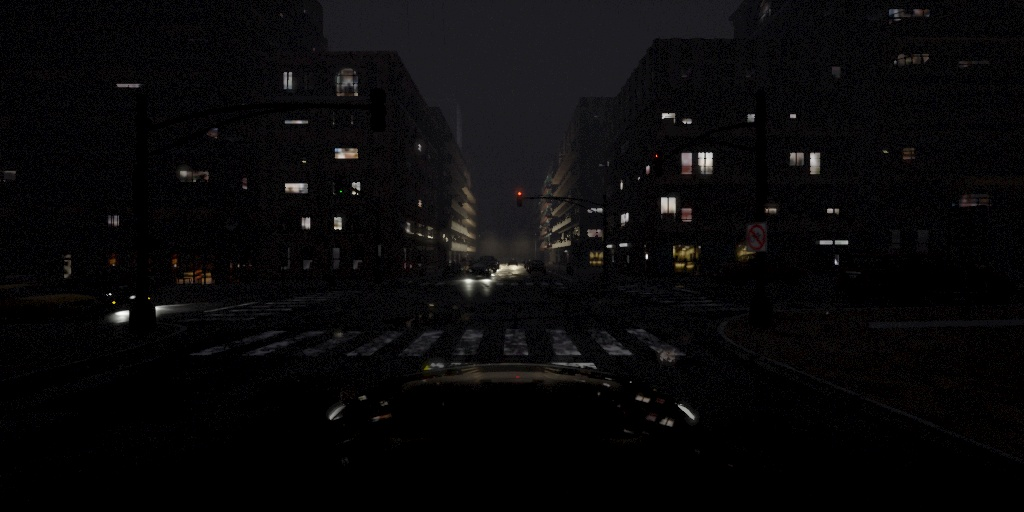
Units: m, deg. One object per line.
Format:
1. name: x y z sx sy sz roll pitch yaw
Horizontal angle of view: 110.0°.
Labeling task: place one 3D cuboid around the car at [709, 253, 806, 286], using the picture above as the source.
1. car: 14.624 0.759 21.385 5.009 1.841 2.192 0 0 0

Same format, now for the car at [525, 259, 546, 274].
1. car: 2.786 1.198 40.763 1.967 1.591 4.097 0 0 0

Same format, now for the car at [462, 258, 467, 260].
1. car: -5.594 1.283 40.612 1.751 1.417 4.829 0 0 0

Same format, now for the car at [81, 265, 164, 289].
1. car: -23.551 1.462 21.114 5.009 1.841 2.192 0 0 0

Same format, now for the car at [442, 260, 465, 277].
1. car: -5.608 1.322 35.099 1.948 1.339 4.313 0 0 0

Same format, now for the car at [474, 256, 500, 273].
1. car: -2.995 0.981 44.065 2.150 2.045 5.566 0 0 0

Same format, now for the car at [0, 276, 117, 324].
1. car: -17.603 1.585 12.803 4.829 1.417 1.751 0 0 0

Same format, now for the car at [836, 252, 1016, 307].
1. car: 14.738 0.775 13.006 5.009 1.841 2.192 0 0 0

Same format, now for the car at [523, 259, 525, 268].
1. car: 2.801 1.200 46.446 1.967 1.591 4.097 0 0 0

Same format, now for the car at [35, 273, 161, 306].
1. car: -18.288 1.627 15.388 4.181 1.385 1.994 -1 0 0

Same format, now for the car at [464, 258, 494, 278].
1. car: -3.022 1.233 34.083 1.882 1.535 5.008 0 0 0

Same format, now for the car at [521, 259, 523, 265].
1. car: 2.829 1.348 57.811 1.802 1.307 4.207 0 0 0

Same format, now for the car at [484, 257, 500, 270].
1. car: -2.955 1.116 54.397 2.097 1.767 4.553 0 0 0
